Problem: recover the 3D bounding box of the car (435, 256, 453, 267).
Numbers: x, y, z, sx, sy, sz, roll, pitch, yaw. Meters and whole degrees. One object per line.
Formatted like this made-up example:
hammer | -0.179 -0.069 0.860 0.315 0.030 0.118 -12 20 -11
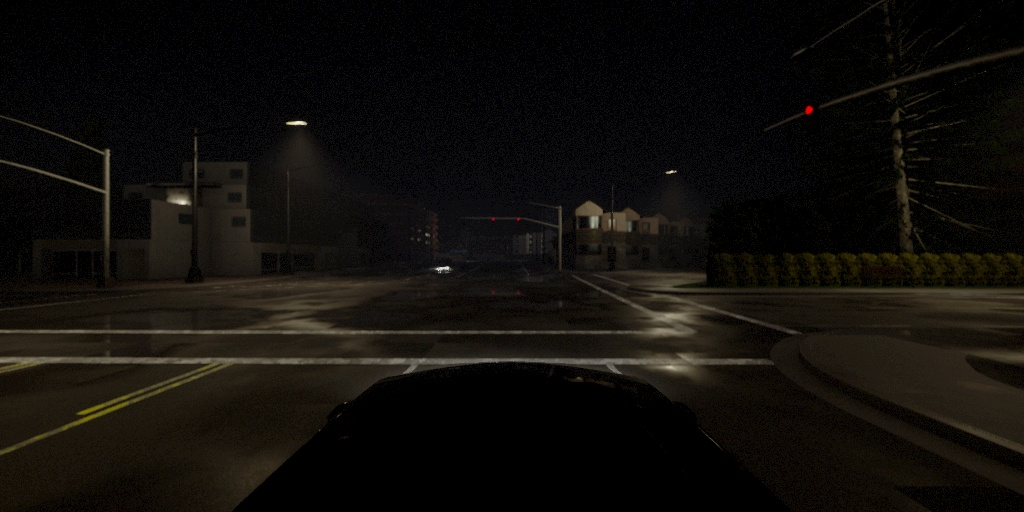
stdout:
car | -10.490 0.964 56.510 2.128 1.511 4.902 0 2 0
